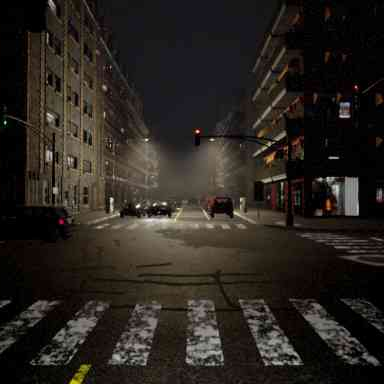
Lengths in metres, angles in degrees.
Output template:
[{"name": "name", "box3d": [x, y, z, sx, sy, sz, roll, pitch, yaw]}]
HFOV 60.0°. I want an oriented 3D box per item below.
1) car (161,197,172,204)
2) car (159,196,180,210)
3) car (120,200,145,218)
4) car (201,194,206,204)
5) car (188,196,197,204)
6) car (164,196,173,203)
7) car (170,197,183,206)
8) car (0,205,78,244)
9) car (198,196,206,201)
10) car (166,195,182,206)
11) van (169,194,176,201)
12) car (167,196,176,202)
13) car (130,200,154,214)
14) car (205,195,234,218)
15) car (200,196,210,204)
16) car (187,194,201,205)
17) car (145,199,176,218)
[{"name": "car", "box3d": [-5.240, 1.667, 69.095, 2.008, 1.369, 4.403, 1, 0, 0]}, {"name": "car", "box3d": [-2.796, 1.523, 39.308, 1.837, 1.490, 4.892, 0, 0, 0]}, {"name": "car", "box3d": [-5.272, 1.577, 30.162, 1.947, 1.339, 4.313, 1, 0, 0]}, {"name": "car", "box3d": [2.621, 1.336, 41.326, 2.192, 1.841, 5.009, 1, 0, 0]}, {"name": "car", "box3d": [0.135, 1.600, 70.384, 1.882, 1.535, 5.008, 0, 0, 0]}, {"name": "car", "box3d": [-5.235, 1.671, 74.487, 1.752, 1.417, 4.829, 1, 0, 0]}, {"name": "car", "box3d": [-2.695, 1.619, 59.603, 2.033, 1.411, 5.357, 0, 0, 0]}, {"name": "car", "box3d": [-7.772, 1.411, 15.401, 4.553, 1.767, 2.097, 0, -1, 0]}, {"name": "car", "box3d": [2.659, 1.813, 91.375, 1.947, 1.339, 4.313, 1, 0, 0]}, {"name": "car", "box3d": [-2.734, 1.601, 49.242, 1.994, 1.385, 4.181, 0, 0, 1]}, {"name": "van", "box3d": [-5.217, 1.589, 91.351, 1.690, 1.788, 3.998, 1, 0, 0]}, {"name": "car", "box3d": [-5.226, 1.764, 85.786, 2.008, 1.369, 4.403, 1, 0, 0]}, {"name": "car", "box3d": [-5.267, 1.581, 35.724, 1.947, 1.339, 4.313, 1, 0, 0]}, {"name": "car", "box3d": [2.612, 1.326, 30.201, 2.192, 1.841, 5.009, 1, 0, 0]}, {"name": "car", "box3d": [2.641, 1.556, 69.124, 1.967, 1.590, 4.097, 1, 0, 0]}, {"name": "car", "box3d": [0.159, 1.550, 59.945, 1.882, 1.535, 5.008, 0, 0, 0]}, {"name": "car", "box3d": [-2.813, 1.575, 30.428, 1.994, 1.385, 4.181, 0, 0, 0]}]
